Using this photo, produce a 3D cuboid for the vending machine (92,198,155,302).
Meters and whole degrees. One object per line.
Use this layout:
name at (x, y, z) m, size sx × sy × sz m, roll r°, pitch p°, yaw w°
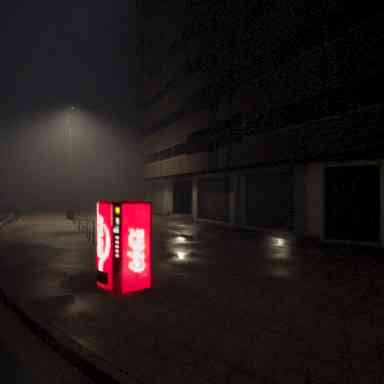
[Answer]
vending machine at (-1.535, 1.195, 7.476) m, size 1.100 × 2.100 × 0.880 m, roll 0°, pitch 0°, yaw -41°
